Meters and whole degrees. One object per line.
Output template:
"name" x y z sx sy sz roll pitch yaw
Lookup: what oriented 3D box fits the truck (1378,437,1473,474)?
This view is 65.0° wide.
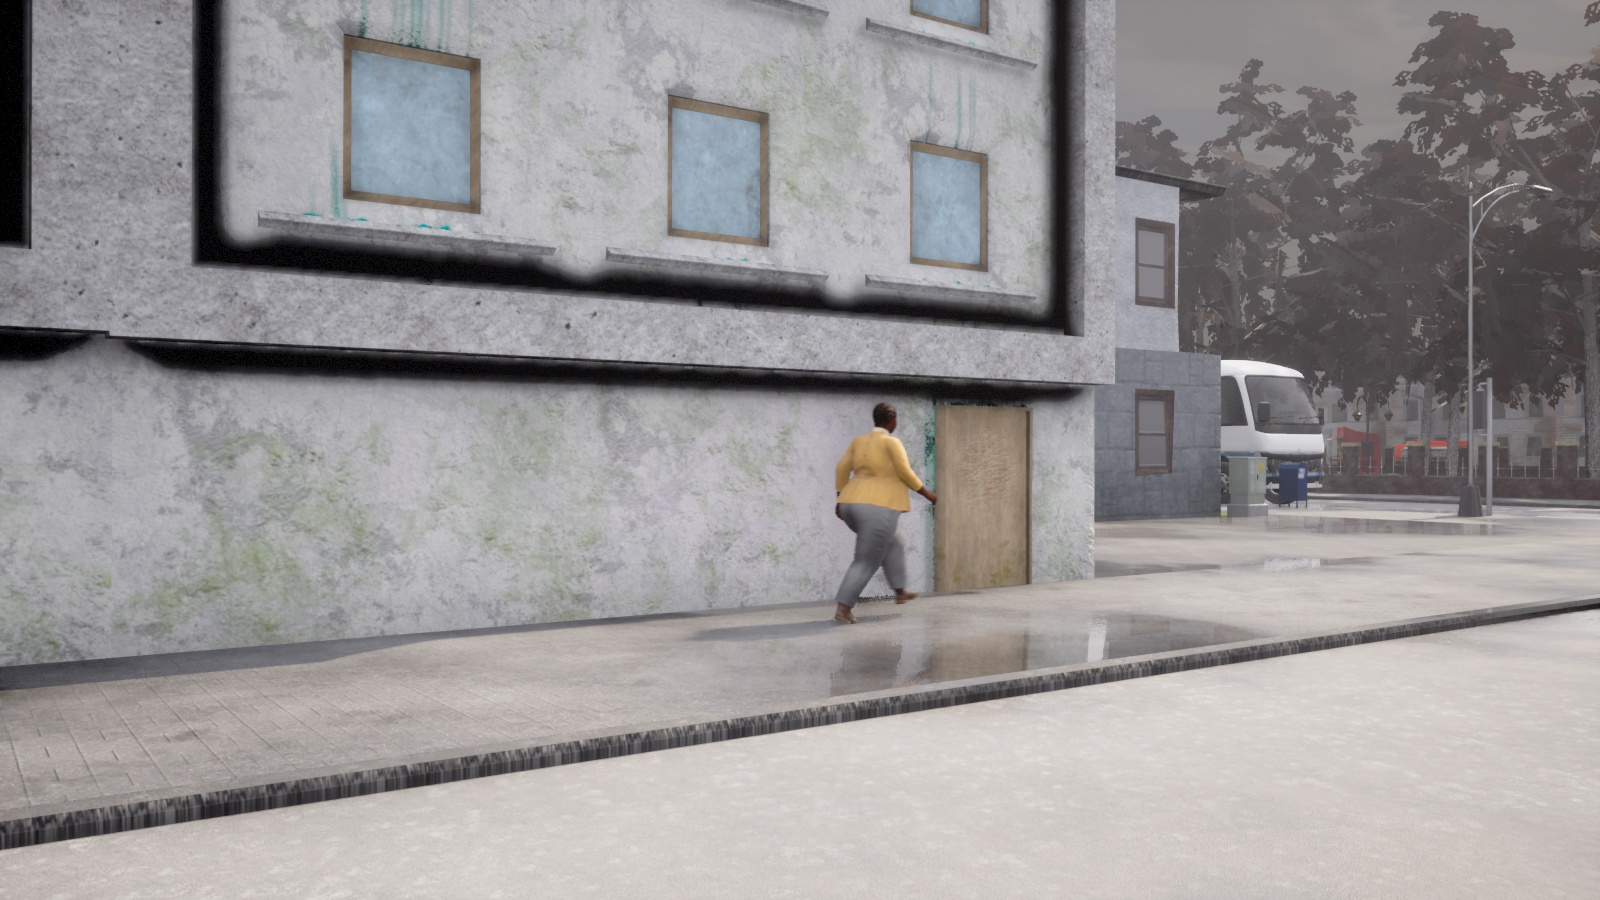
"truck" 43.022 0.377 86.454 2.627 2.467 5.204 0 0 -35

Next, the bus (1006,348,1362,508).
"bus" 11.394 -0.561 38.732 3.944 4.253 10.273 0 0 -34

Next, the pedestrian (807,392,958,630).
"pedestrian" 0.674 0.478 10.418 0.900 1.855 0.874 0 0 -33

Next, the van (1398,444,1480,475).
"van" 41.488 0.608 81.671 1.775 1.987 4.442 0 0 -35
